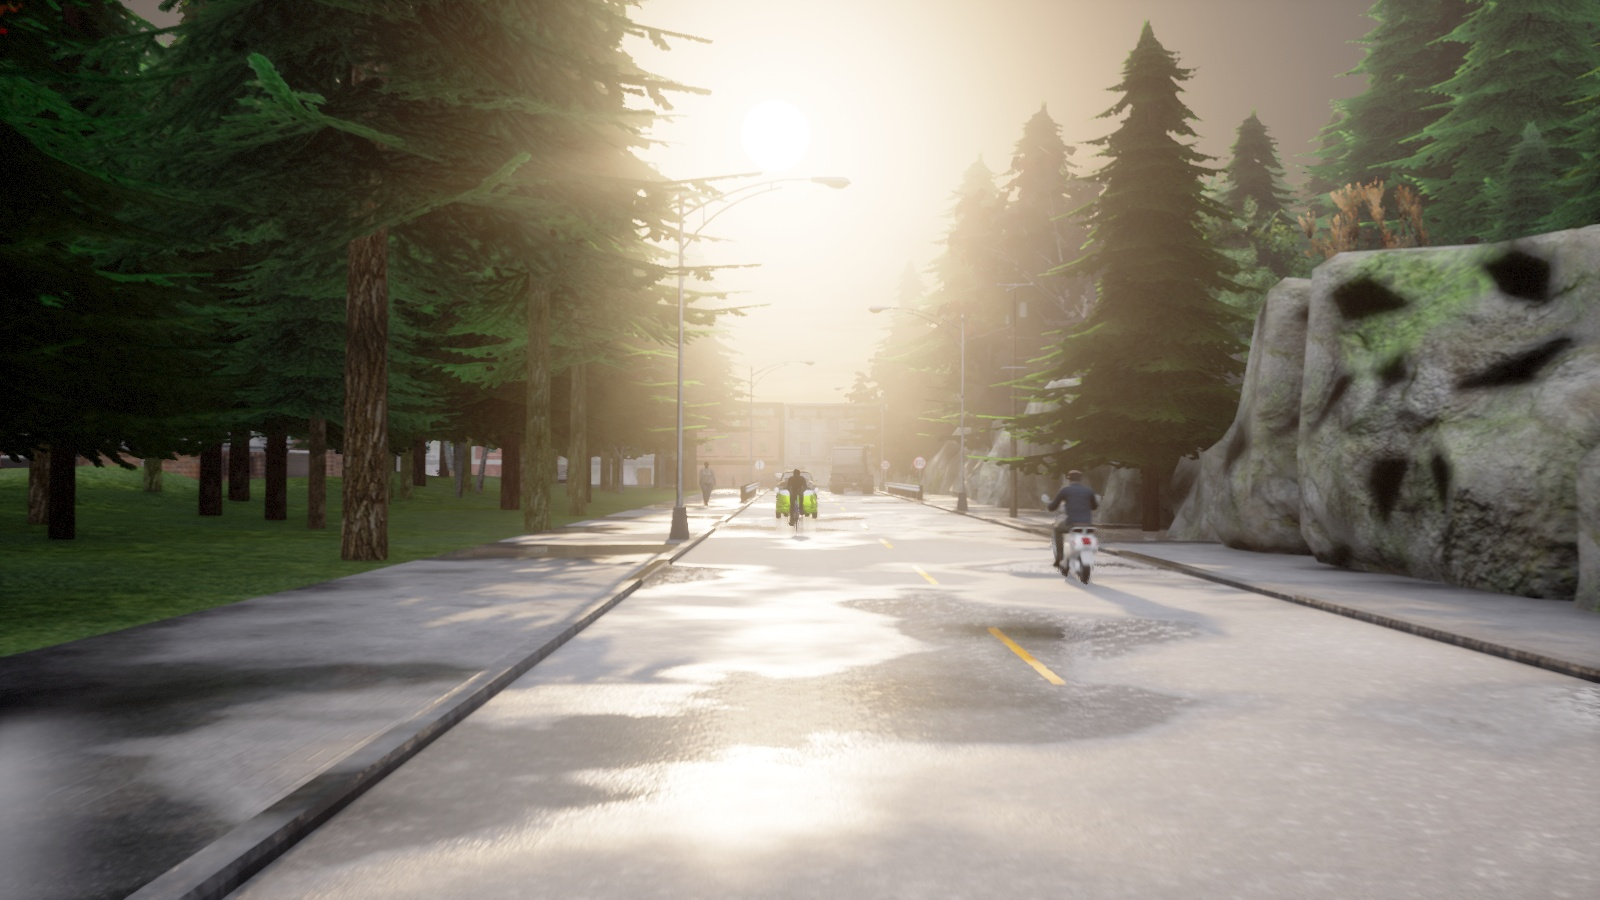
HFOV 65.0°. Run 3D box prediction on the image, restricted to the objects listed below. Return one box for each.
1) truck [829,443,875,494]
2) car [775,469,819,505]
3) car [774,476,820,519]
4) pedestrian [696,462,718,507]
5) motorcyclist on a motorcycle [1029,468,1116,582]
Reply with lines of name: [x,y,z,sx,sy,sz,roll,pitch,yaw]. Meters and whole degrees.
truck: [3.671,1.319,89.671,2.891,3.462,7.936,0,-1,0]
car: [-0.143,1.751,60.168,2.033,1.649,4.856,0,-1,0]
car: [-0.099,1.571,41.875,1.481,1.376,2.207,0,-1,0]
pedestrian: [-3.853,1.409,51.948,0.874,1.855,0.900,0,-1,-2]
motorcyclist on a motorcycle: [3.956,1.060,18.388,0.866,1.590,1.817,0,-1,0]
